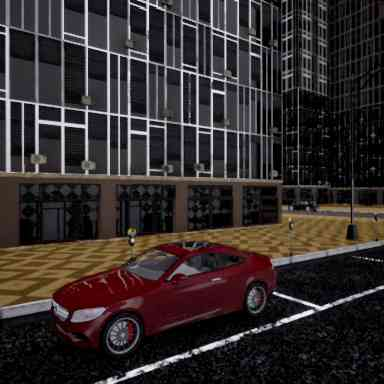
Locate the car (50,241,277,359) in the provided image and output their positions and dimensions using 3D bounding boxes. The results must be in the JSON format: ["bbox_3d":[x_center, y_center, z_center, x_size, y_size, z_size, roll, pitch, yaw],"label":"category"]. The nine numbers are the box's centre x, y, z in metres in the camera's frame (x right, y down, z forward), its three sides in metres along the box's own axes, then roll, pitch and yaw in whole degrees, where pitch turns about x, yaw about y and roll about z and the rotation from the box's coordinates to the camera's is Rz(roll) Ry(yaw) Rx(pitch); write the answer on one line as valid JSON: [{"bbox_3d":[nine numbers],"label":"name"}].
[{"bbox_3d":[-0.253,1.581,5.919,4.206,1.307,1.802,0,0,-36],"label":"car"}]

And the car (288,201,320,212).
[{"bbox_3d":[15.129,1.891,45.261,2.008,1.369,4.403,-1,0,-36],"label":"car"}]
